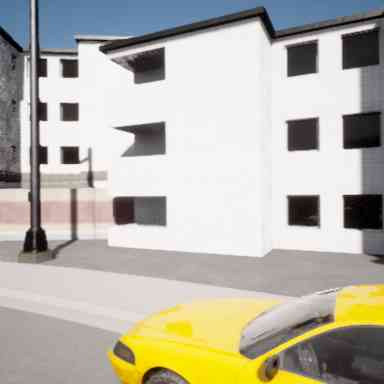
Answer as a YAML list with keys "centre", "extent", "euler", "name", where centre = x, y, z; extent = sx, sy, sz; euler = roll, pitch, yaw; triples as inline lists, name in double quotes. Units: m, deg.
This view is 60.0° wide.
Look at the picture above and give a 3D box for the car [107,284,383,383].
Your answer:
- centre: [1.606, 1.448, 2.669]
  extent: [5.366, 1.575, 1.801]
  euler: [-1, 0, 35]
  name: "car"
